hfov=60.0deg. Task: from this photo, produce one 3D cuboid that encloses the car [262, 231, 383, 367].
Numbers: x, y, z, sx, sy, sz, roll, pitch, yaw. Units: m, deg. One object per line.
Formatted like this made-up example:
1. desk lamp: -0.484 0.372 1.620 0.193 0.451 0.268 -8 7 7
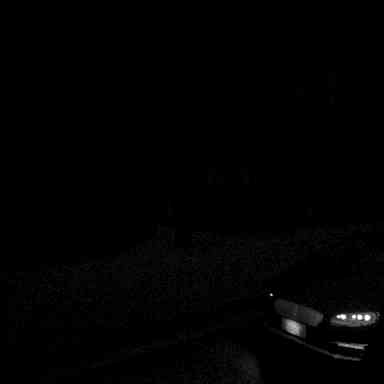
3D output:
1. car: 3.307 1.493 5.744 4.902 1.511 2.128 0 0 -36
